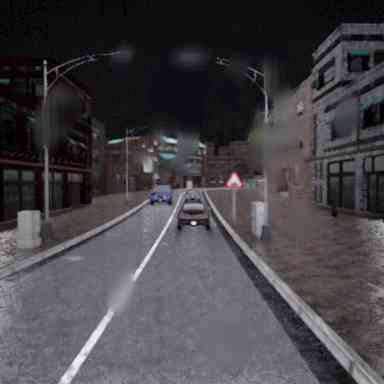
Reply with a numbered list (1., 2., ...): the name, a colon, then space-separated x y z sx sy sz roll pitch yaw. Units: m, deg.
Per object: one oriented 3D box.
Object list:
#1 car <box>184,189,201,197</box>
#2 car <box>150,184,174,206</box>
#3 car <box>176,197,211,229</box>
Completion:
1. car: 0.080 0.354 38.760 2.033 1.411 5.357 0 4 0
2. car: -3.114 0.261 35.167 2.150 2.045 5.566 0 4 0
3. car: 0.092 1.308 19.982 1.837 1.490 4.892 0 2 0
